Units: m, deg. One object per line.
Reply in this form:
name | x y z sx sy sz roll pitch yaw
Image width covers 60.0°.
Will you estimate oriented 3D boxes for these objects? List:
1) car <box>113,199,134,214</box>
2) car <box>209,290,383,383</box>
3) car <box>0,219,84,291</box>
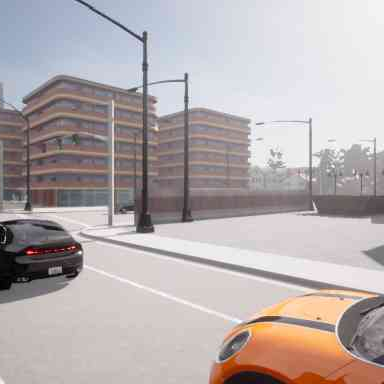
car | -6.304 1.491 34.998 4.902 1.511 2.128 0 0 -44
car | 2.302 1.352 2.314 4.553 1.767 2.097 0 0 40
car | -4.708 1.505 9.187 1.837 1.490 4.892 0 0 -43
